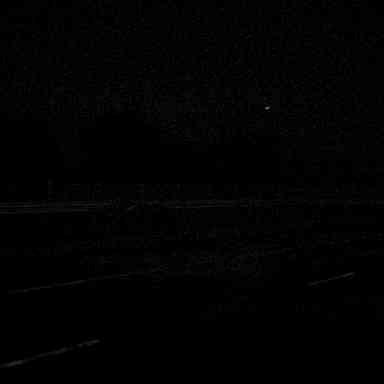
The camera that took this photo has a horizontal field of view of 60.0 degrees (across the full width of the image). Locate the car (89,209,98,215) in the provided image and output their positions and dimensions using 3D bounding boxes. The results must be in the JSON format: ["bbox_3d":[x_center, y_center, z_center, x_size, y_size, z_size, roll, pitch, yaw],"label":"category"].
[{"bbox_3d":[-5.482,1.500,25.877,4.892,1.490,1.837,0,0,-35],"label":"car"}]

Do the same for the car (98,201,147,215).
[{"bbox_3d":[-3.696,1.521,22.851,4.674,1.442,1.812,0,0,-35],"label":"car"}]

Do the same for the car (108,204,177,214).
[{"bbox_3d":[-2.208,1.596,19.615,4.718,1.301,1.895,0,0,-35],"label":"car"}]
